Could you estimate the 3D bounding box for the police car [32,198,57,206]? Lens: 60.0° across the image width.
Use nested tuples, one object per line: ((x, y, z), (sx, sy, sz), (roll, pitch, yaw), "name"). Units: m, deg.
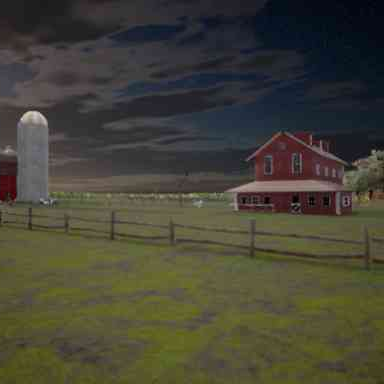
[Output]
((-31.039, 2.061, 69.754), (2.038, 1.542, 4.974), (-1, -1, 35), "police car")
